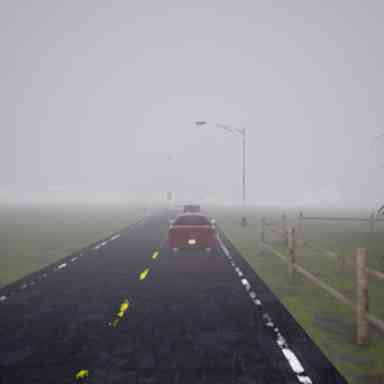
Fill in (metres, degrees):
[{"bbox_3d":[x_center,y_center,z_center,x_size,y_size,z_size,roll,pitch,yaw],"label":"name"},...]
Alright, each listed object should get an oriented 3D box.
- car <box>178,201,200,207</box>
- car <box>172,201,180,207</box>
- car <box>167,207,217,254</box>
[{"bbox_3d":[0.011,1.811,28.501,1.837,1.490,4.892,0,0,0],"label":"car"},{"bbox_3d":[-2.788,2.313,63.353,1.895,1.301,4.718,0,-1,1],"label":"car"},{"bbox_3d":[0.021,1.626,14.235,1.882,1.535,5.008,0,0,0],"label":"car"}]
